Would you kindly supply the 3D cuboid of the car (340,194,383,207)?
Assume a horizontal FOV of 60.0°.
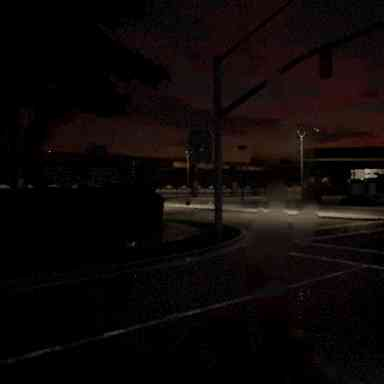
[{"bbox_3d":[21.940,1.037,43.838,2.242,1.667,4.611,0,0,-35],"label":"car"}]
